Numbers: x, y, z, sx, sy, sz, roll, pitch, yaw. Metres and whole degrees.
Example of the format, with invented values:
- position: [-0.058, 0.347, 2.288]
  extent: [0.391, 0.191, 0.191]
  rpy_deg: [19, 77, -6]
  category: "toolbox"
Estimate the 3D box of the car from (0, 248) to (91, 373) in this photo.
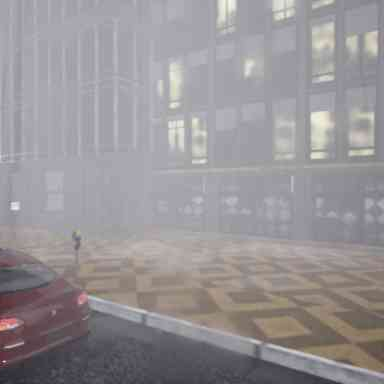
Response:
- position: [-3.329, 1.537, 5.063]
  extent: [4.206, 1.307, 1.802]
  rpy_deg: [0, 1, 33]
  category: "car"
